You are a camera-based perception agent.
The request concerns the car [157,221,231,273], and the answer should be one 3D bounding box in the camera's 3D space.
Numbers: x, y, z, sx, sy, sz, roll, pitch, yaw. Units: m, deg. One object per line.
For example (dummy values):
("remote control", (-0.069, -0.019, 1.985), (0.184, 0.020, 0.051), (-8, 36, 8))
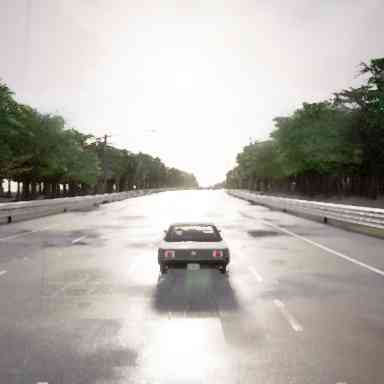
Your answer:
("car", (0.028, 1.586, 10.587), (1.895, 1.301, 4.718), (0, 0, 0))
